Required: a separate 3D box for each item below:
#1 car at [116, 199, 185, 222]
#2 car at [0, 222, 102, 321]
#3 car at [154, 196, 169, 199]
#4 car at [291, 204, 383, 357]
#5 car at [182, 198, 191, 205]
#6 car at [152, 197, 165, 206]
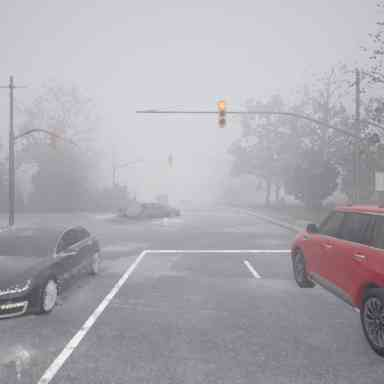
[{"bbox_3d":[-3.442,1.546,26.814,5.357,1.411,2.033,0,0,-43],"label":"car"},{"bbox_3d":[-3.476,1.505,7.574,1.837,1.490,4.892,1,0,1],"label":"car"},{"bbox_3d":[-4.075,1.572,42.521,1.837,1.490,4.892,0,-1,-3],"label":"car"},{"bbox_3d":[3.590,1.221,6.131,2.150,2.045,5.566,0,0,0],"label":"car"},{"bbox_3d":[-1.666,2.125,74.591,1.882,1.535,5.008,0,-1,-19],"label":"car"},{"bbox_3d":[-6.417,1.792,63.651,2.097,1.767,4.553,0,-1,-10],"label":"car"}]
